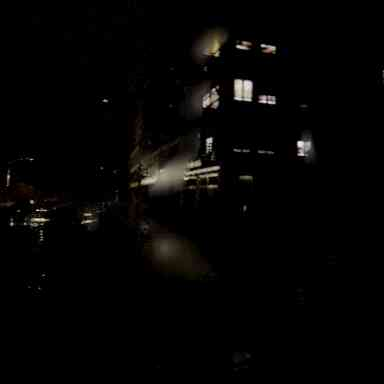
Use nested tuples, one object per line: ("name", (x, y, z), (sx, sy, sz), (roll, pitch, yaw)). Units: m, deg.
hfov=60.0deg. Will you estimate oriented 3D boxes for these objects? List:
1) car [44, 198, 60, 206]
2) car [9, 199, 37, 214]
("car", (-22.926, 1.572, 54.498), (1.895, 1.301, 4.718), (1, 0, -15))
("car", (-17.478, 1.456, 34.698), (2.033, 1.411, 5.357), (1, 0, -16))
